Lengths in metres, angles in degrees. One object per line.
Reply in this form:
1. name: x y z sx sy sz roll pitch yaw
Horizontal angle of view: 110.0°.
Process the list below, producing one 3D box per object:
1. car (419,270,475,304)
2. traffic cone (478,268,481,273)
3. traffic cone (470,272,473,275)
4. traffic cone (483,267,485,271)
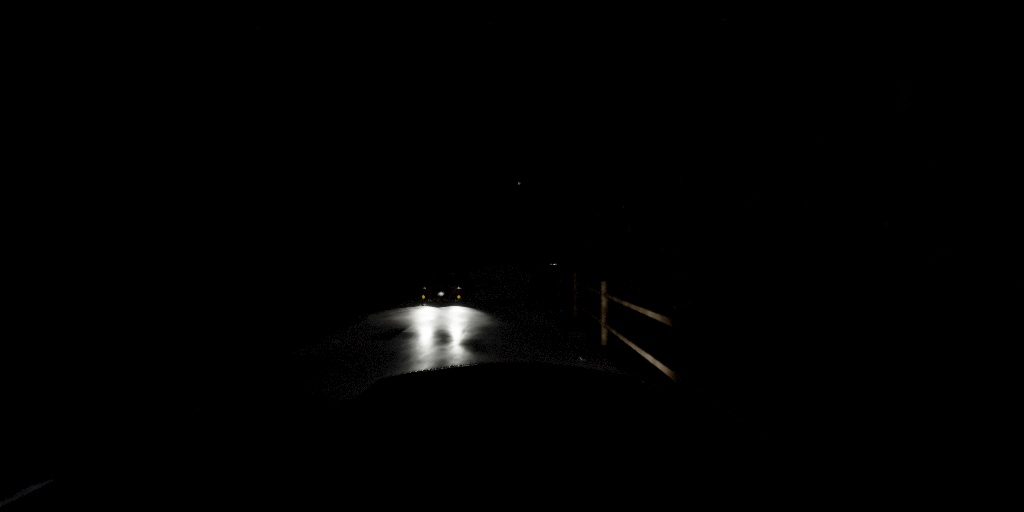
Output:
1. car: -2.844 1.324 16.352 1.994 1.385 4.181 0 0 0
2. traffic cone: -3.978 1.724 43.488 0.340 0.580 0.340 0 0 -1
3. traffic cone: -4.230 1.556 37.543 0.340 0.580 0.340 0 0 0
4. traffic cone: -3.837 1.717 48.459 0.340 0.580 0.340 0 0 0
